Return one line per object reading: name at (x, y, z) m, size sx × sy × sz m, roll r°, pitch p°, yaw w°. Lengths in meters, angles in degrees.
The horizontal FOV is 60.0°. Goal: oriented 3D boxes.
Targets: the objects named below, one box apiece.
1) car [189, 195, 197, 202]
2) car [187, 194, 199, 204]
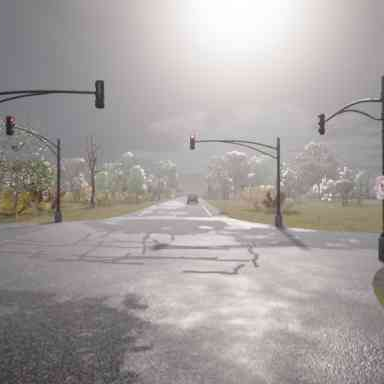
car at (0.164, 1.461, 77.938) m, size 1.882 × 1.535 × 5.008 m, roll 0°, pitch 0°, yaw 0°
car at (0.143, 1.343, 67.547) m, size 2.150 × 2.045 × 5.566 m, roll 0°, pitch 0°, yaw 0°
